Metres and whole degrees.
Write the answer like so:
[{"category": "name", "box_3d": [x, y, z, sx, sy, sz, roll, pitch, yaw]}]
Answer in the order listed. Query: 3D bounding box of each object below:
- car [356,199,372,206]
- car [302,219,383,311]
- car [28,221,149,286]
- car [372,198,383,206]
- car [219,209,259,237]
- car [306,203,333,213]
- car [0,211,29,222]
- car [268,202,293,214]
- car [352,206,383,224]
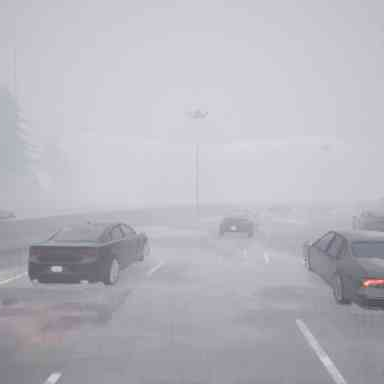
[{"category": "car", "box_3d": [25.543, 1.931, 48.143, 4.553, 1.767, 2.097, 0, -1, -42]}, {"category": "car", "box_3d": [4.096, 1.646, 8.138, 2.033, 1.411, 5.357, 0, -1, 8]}, {"category": "car", "box_3d": [-2.690, 1.579, 9.832, 1.882, 1.535, 5.008, -1, -1, 7]}, {"category": "car", "box_3d": [26.685, 1.761, 44.598, 5.566, 2.045, 2.150, 1, -1, -42]}, {"category": "car", "box_3d": [2.815, 1.744, 19.504, 1.812, 1.442, 4.674, 0, -1, 16]}, {"category": "car", "box_3d": [17.387, 2.127, 45.113, 1.895, 1.301, 4.718, -1, -1, 43]}, {"category": "car", "box_3d": [-11.883, 1.806, 19.396, 1.895, 1.301, 4.718, 0, -1, 13]}, {"category": "car", "box_3d": [11.478, 2.018, 43.160, 1.812, 1.442, 4.674, -1, -1, 38]}, {"category": "car", "box_3d": [9.911, 1.720, 17.837, 1.837, 1.490, 4.892, -1, -1, 17]}]
